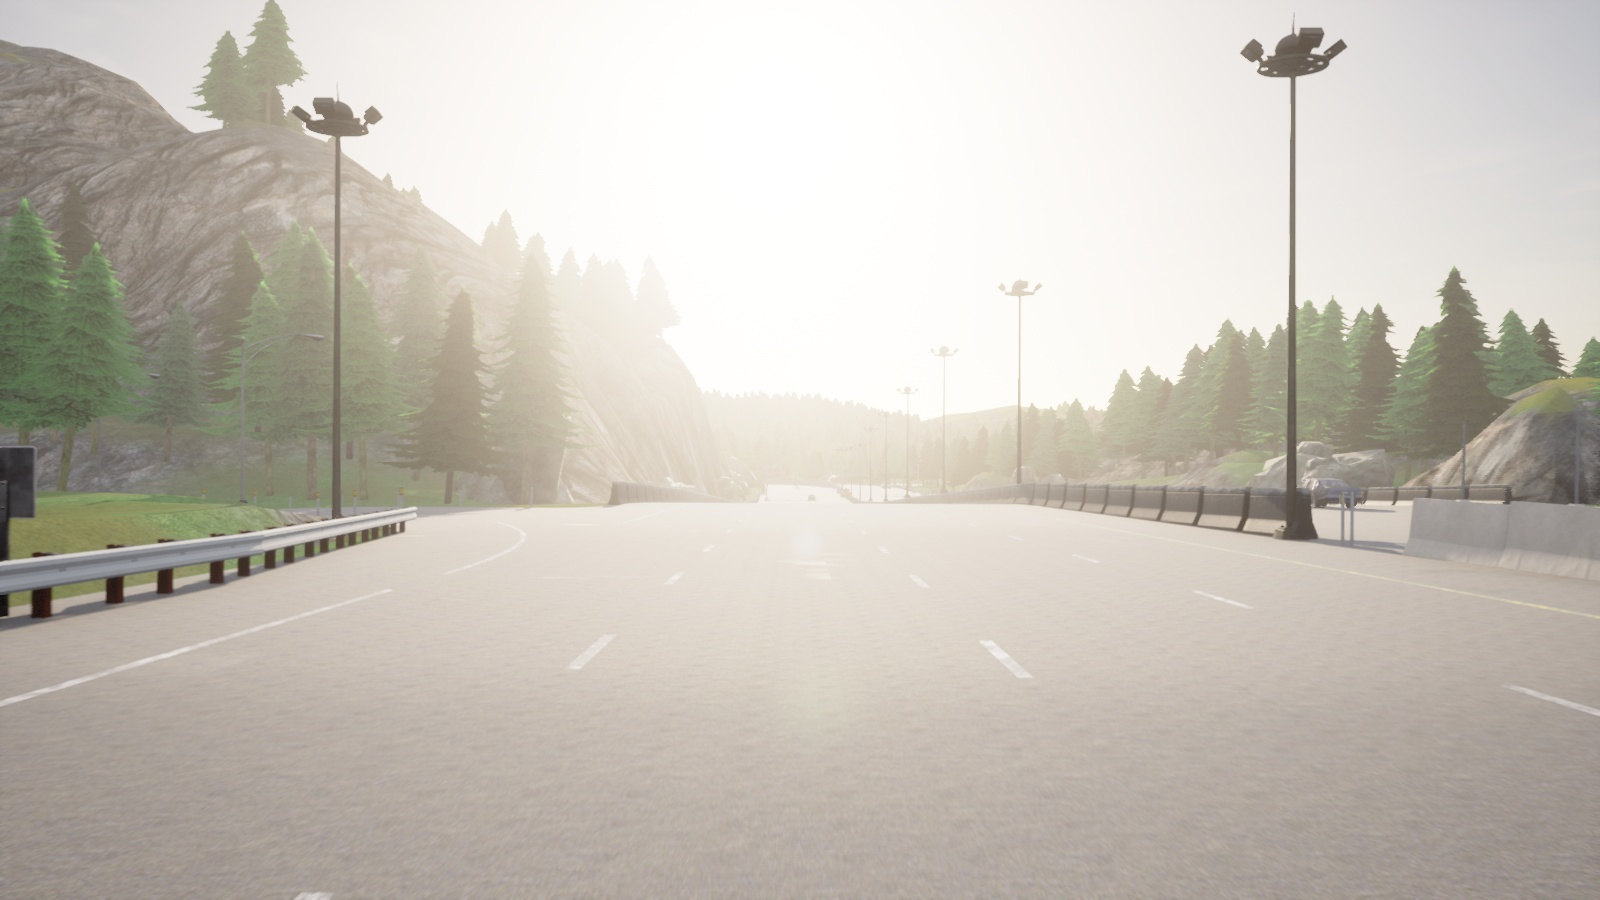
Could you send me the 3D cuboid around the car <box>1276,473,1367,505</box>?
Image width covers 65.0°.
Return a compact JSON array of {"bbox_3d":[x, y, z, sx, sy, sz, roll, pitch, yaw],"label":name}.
[{"bbox_3d":[24.330,1.811,58.843,2.033,1.411,5.357,0,-1,0],"label":"car"}]
